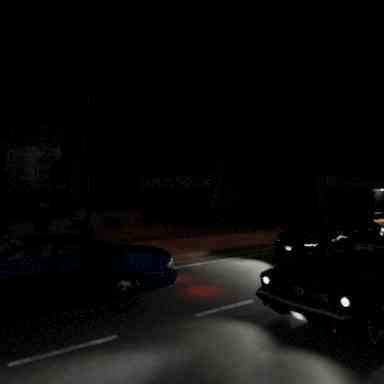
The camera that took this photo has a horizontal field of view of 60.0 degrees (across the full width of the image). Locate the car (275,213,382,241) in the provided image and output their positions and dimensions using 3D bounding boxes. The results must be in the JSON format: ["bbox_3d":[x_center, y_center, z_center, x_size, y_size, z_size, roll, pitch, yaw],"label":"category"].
[{"bbox_3d":[5.006,1.534,11.850,4.892,1.490,1.837,0,0,-35],"label":"car"}]

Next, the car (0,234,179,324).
[{"bbox_3d":[-2.876,1.551,6.290,5.357,1.411,2.033,0,0,-34],"label":"car"}]

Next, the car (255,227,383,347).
[{"bbox_3d":[3.451,1.619,6.451,4.718,1.301,1.895,0,0,-35],"label":"car"}]
